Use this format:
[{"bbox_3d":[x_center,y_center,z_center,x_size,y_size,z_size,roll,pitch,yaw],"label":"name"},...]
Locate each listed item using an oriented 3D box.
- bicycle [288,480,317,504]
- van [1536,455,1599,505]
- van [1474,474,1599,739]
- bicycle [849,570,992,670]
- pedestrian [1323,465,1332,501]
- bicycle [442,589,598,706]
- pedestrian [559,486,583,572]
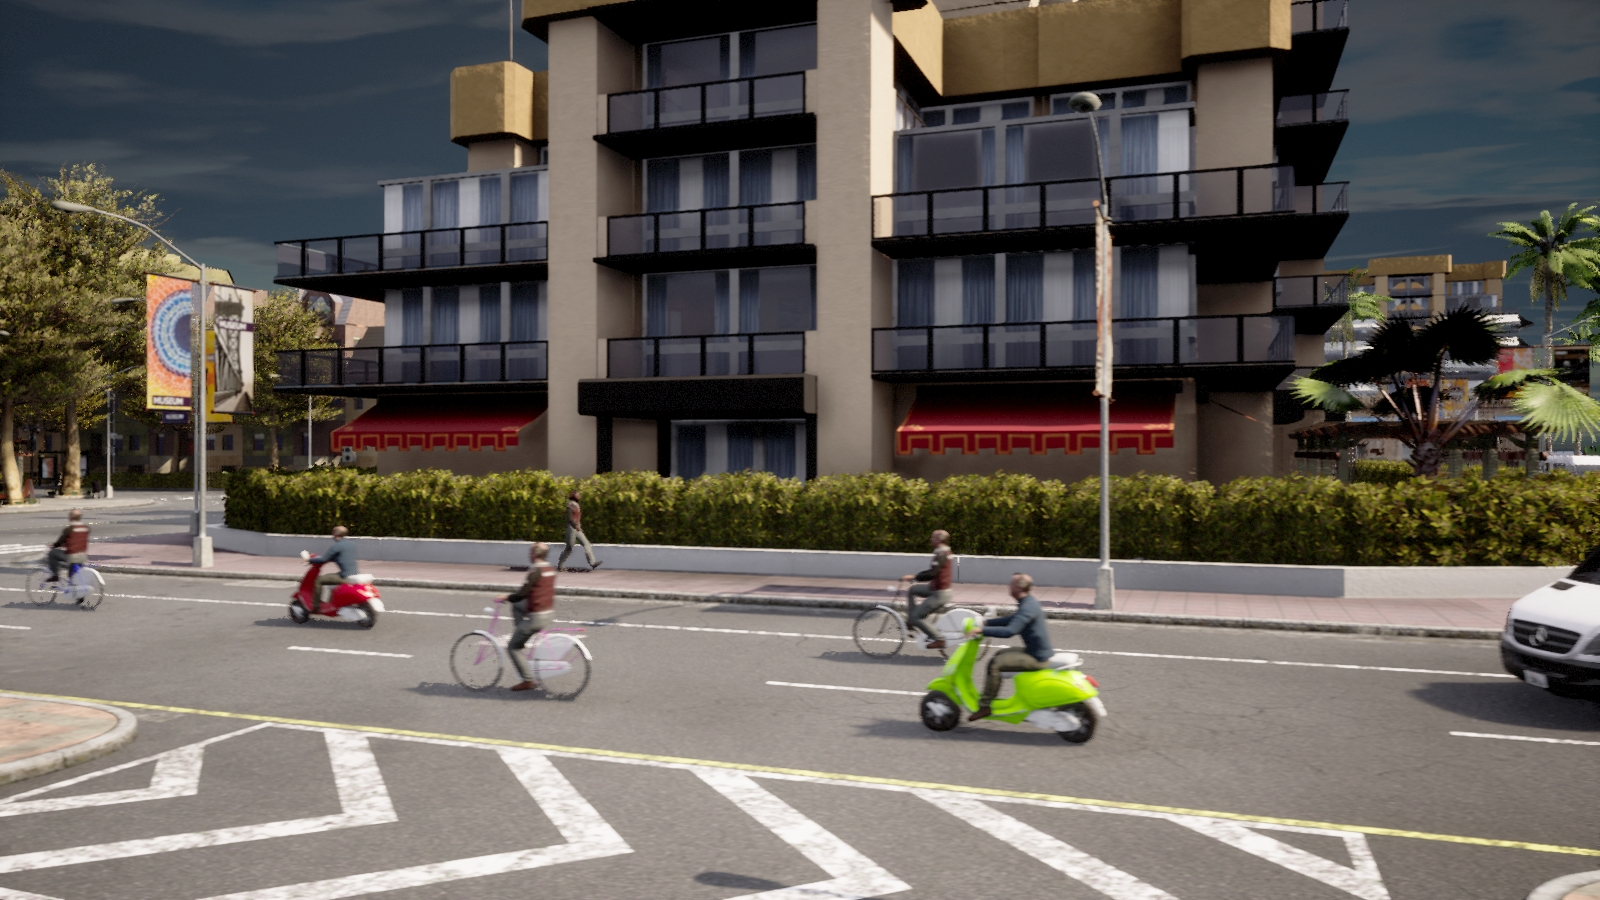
[{"bbox_3d":[-26.689,2.259,61.288,0.373,1.196,1.643,0,0,19],"label":"bicycle"},{"bbox_3d":[42.599,1.584,62.375,1.988,2.561,5.915,0,0,11],"label":"van"},{"bbox_3d":[10.769,1.543,12.288,5.915,2.561,1.988,0,0,-2],"label":"van"},{"bbox_3d":[1.586,2.223,15.075,1.835,1.171,0.329,0,0,19],"label":"bicycle"},{"bbox_3d":[27.764,1.745,60.149,0.375,1.860,0.375,0,0,17],"label":"pedestrian"},{"bbox_3d":[-3.201,2.222,13.015,1.835,1.171,0.329,0,0,19],"label":"bicycle"},{"bbox_3d":[-4.989,1.718,24.928,0.375,1.860,0.375,0,0,17],"label":"pedestrian"}]
